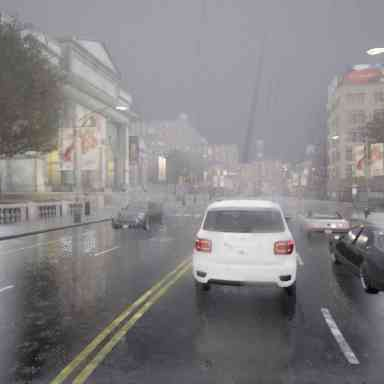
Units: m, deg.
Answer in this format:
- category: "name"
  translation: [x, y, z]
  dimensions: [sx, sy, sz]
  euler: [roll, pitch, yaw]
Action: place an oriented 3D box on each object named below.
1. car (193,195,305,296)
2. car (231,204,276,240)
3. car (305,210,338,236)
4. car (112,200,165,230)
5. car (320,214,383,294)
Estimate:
- category: "car"
  translation: [1.464, 1.221, 8.943]
  dimensions: [2.150, 2.045, 5.566]
  euler: [0, 0, 11]
- category: "car"
  translation: [3.425, 1.491, 18.249]
  dimensions: [2.128, 1.511, 4.902]
  euler: [0, 0, 12]
- category: "car"
  translation: [6.965, 1.601, 18.018]
  dimensions: [1.895, 1.301, 4.718]
  euler: [0, 0, 12]
- category: "car"
  translation: [-3.263, 1.350, 20.984]
  dimensions: [2.097, 1.767, 4.553]
  euler: [0, 0, 13]
- category: "car"
  translation: [4.980, 1.547, 8.577]
  dimensions: [2.033, 1.411, 5.357]
  euler: [0, 0, 11]
